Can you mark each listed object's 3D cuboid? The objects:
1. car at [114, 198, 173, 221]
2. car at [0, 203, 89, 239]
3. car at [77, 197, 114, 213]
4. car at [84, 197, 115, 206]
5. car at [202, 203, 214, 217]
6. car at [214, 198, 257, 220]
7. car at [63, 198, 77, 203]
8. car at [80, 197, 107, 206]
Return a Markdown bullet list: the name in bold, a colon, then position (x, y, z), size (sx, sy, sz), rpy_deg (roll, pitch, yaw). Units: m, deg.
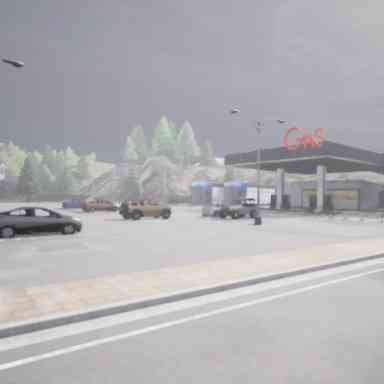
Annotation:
- **car**: position (-3.928, 1.438, 28.575), size (4.605, 1.855, 1.932), rpy_deg (1, 0, -36)
- **car**: position (-8.015, 1.527, 17.098), size (4.514, 1.523, 2.007), rpy_deg (1, 0, -36)
- **car**: position (-10.615, 1.647, 39.108), size (4.514, 1.523, 2.007), rpy_deg (1, 0, -36)
- **car**: position (-17.080, 1.765, 61.349), size (5.027, 1.636, 2.152), rpy_deg (1, 0, -36)
- **car**: position (2.936, 1.796, 33.548), size (3.806, 1.475, 1.970), rpy_deg (1, 0, -36)
- **car**: position (4.381, 1.505, 30.492), size (3.866, 1.878, 1.905), rpy_deg (1, 0, -36)
- **car**: position (-16.407, 1.669, 47.251), size (3.633, 1.501, 1.845), rpy_deg (1, 0, -36)
- **car**: position (-18.952, 1.774, 63.867), size (4.514, 1.523, 2.007), rpy_deg (1, 0, -36)
